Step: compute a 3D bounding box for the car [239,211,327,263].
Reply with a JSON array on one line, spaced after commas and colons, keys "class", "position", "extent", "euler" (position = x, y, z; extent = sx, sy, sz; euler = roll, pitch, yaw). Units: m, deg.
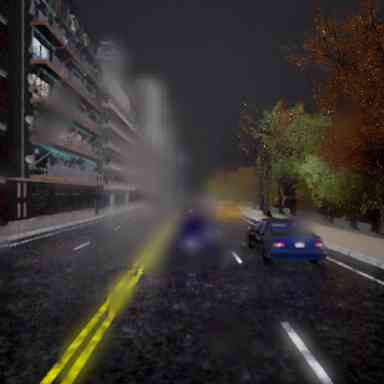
[{"class": "car", "position": [3.259, 1.672, 12.529], "extent": [2.033, 1.411, 5.357], "euler": [0, -1, 0]}]

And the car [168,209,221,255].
[{"class": "car", "position": [0.026, 1.663, 13.899], "extent": [1.812, 1.442, 4.674], "euler": [0, 0, 1]}]

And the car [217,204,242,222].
[{"class": "car", "position": [3.276, 1.768, 29.248], "extent": [1.882, 1.535, 5.008], "euler": [0, 0, 1]}]

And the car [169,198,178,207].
[{"class": "car", "position": [-3.280, 2.015, 65.396], "extent": [2.097, 1.767, 4.553], "euler": [0, -1, 0]}]

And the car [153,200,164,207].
[{"class": "car", "position": [-6.521, 2.261, 65.302], "extent": [1.895, 1.301, 4.718], "euler": [0, -1, 0]}]

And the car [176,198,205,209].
[{"class": "car", "position": [0.020, 1.634, 28.422], "extent": [2.097, 1.767, 4.553], "euler": [0, -1, 1]}]
